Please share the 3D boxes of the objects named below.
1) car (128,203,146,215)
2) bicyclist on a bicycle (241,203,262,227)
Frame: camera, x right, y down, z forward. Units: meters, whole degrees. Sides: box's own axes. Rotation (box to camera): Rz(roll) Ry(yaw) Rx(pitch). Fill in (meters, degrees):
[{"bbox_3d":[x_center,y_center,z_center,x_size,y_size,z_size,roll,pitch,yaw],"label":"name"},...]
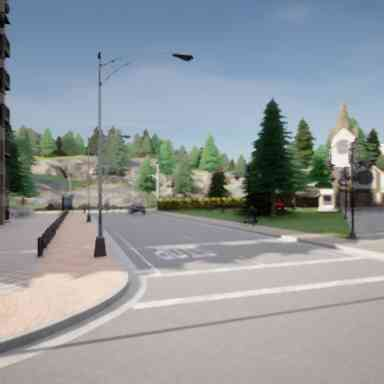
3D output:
[{"bbox_3d":[-7.675,2.307,46.096,1.837,1.490,4.892,0,0,-18],"label":"car"},{"bbox_3d":[4.145,1.623,23.238,1.656,1.620,0.582,-1,-1,-19],"label":"bicyclist on a bicycle"}]
